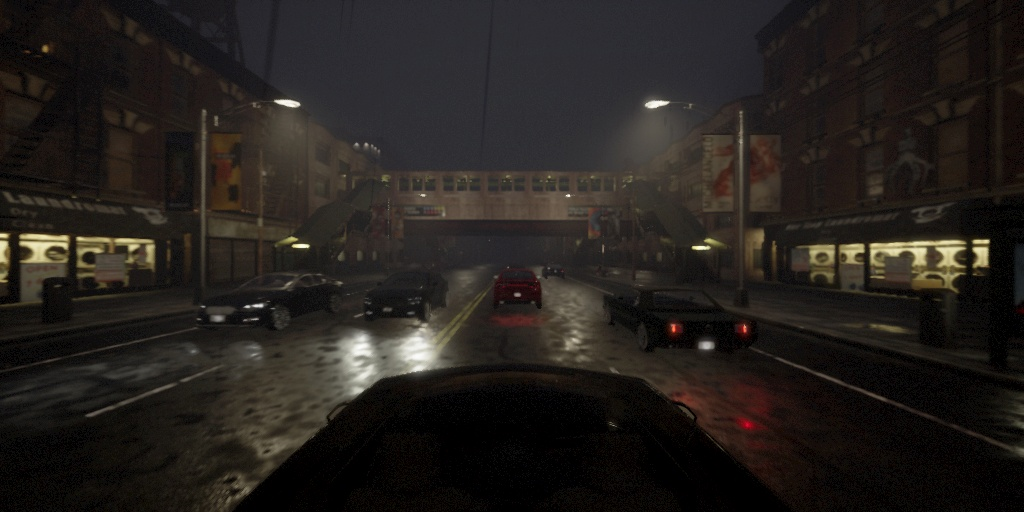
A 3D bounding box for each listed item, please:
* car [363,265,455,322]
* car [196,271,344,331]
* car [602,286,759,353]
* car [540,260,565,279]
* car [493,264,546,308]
[{"bbox_3d":[-3.481,1.249,12.634,1.882,1.535,5.008,0,0,1],"label":"car"},{"bbox_3d":[-7.005,1.242,11.028,2.128,1.511,4.902,0,0,1],"label":"car"},{"bbox_3d":[3.657,1.391,8.912,1.895,1.301,4.718,0,0,1],"label":"car"},{"bbox_3d":[3.915,1.424,34.591,2.033,1.411,5.357,0,0,1],"label":"car"},{"bbox_3d":[0.218,1.275,15.559,1.882,1.535,5.008,0,0,0],"label":"car"}]
